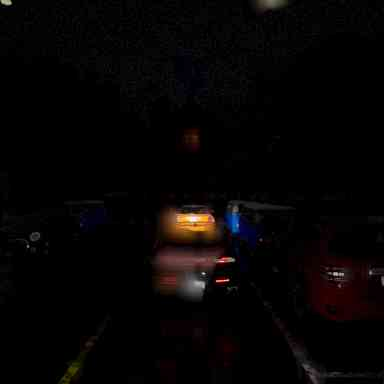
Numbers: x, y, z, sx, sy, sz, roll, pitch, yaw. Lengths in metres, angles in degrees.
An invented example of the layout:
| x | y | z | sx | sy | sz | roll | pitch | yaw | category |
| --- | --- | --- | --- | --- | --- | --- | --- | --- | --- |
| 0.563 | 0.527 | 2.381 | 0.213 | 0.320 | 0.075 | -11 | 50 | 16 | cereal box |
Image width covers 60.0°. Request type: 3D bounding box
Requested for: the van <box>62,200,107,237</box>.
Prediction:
| x | y | z | sx | sy | sz | roll | pitch | yaw | category |
| --- | --- | --- | --- | --- | --- | --- | --- | --- | --- |
| -5.798 | 1.342 | 17.846 | 1.690 | 1.788 | 3.998 | 0 | 0 | 0 | van |

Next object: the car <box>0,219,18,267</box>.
| x | y | z | sx | sy | sz | roll | pitch | yaw | category |
| --- | --- | --- | --- | --- | --- | --- | --- | --- | --- |
| -5.776 | 1.525 | 6.801 | 1.752 | 1.417 | 4.829 | 0 | 0 | 0 | car |

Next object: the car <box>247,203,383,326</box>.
| x | y | z | sx | sy | sz | roll | pitch | yaw | category |
| --- | --- | --- | --- | --- | --- | --- | --- | --- | --- |
| 2.749 | 1.315 | 6.988 | 2.192 | 1.841 | 5.009 | 0 | 0 | 0 | car |

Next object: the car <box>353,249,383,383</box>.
| x | y | z | sx | sy | sz | roll | pitch | yaw | category |
| --- | --- | --- | --- | --- | --- | --- | --- | --- | --- |
| 2.760 | 1.440 | 1.550 | 1.967 | 1.590 | 4.097 | 0 | 0 | 0 | car |

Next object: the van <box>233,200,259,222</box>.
| x | y | z | sx | sy | sz | roll | pitch | yaw | category |
| --- | --- | --- | --- | --- | --- | --- | --- | --- | --- |
| 2.738 | 1.342 | 12.425 | 1.690 | 1.788 | 3.998 | 0 | 0 | 0 | van |

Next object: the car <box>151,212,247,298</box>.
| x | y | z | sx | sy | sz | roll | pitch | yaw | category |
| --- | --- | --- | --- | --- | --- | --- | --- | --- | --- |
| 0.086 | 1.492 | 8.508 | 2.128 | 1.511 | 4.902 | 0 | 0 | 0 | car |

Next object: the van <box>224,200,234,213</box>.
| x | y | z | sx | sy | sz | roll | pitch | yaw | category |
| --- | --- | --- | --- | --- | --- | --- | --- | --- | --- |
| 2.727 | 1.342 | 17.863 | 1.690 | 1.788 | 3.998 | 0 | 0 | 0 | van |

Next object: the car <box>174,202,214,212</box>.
| x | y | z | sx | sy | sz | roll | pitch | yaw | category |
| --- | --- | --- | --- | --- | --- | --- | --- | --- | --- |
| 0.104 | 1.353 | 17.558 | 2.097 | 1.767 | 4.553 | 0 | 0 | 1 | car |

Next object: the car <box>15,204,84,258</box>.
| x | y | z | sx | sy | sz | roll | pitch | yaw | category |
| --- | --- | --- | --- | --- | --- | --- | --- | --- | --- |
| -5.787 | 1.441 | 12.408 | 1.967 | 1.590 | 4.097 | 0 | 0 | 0 | car |
